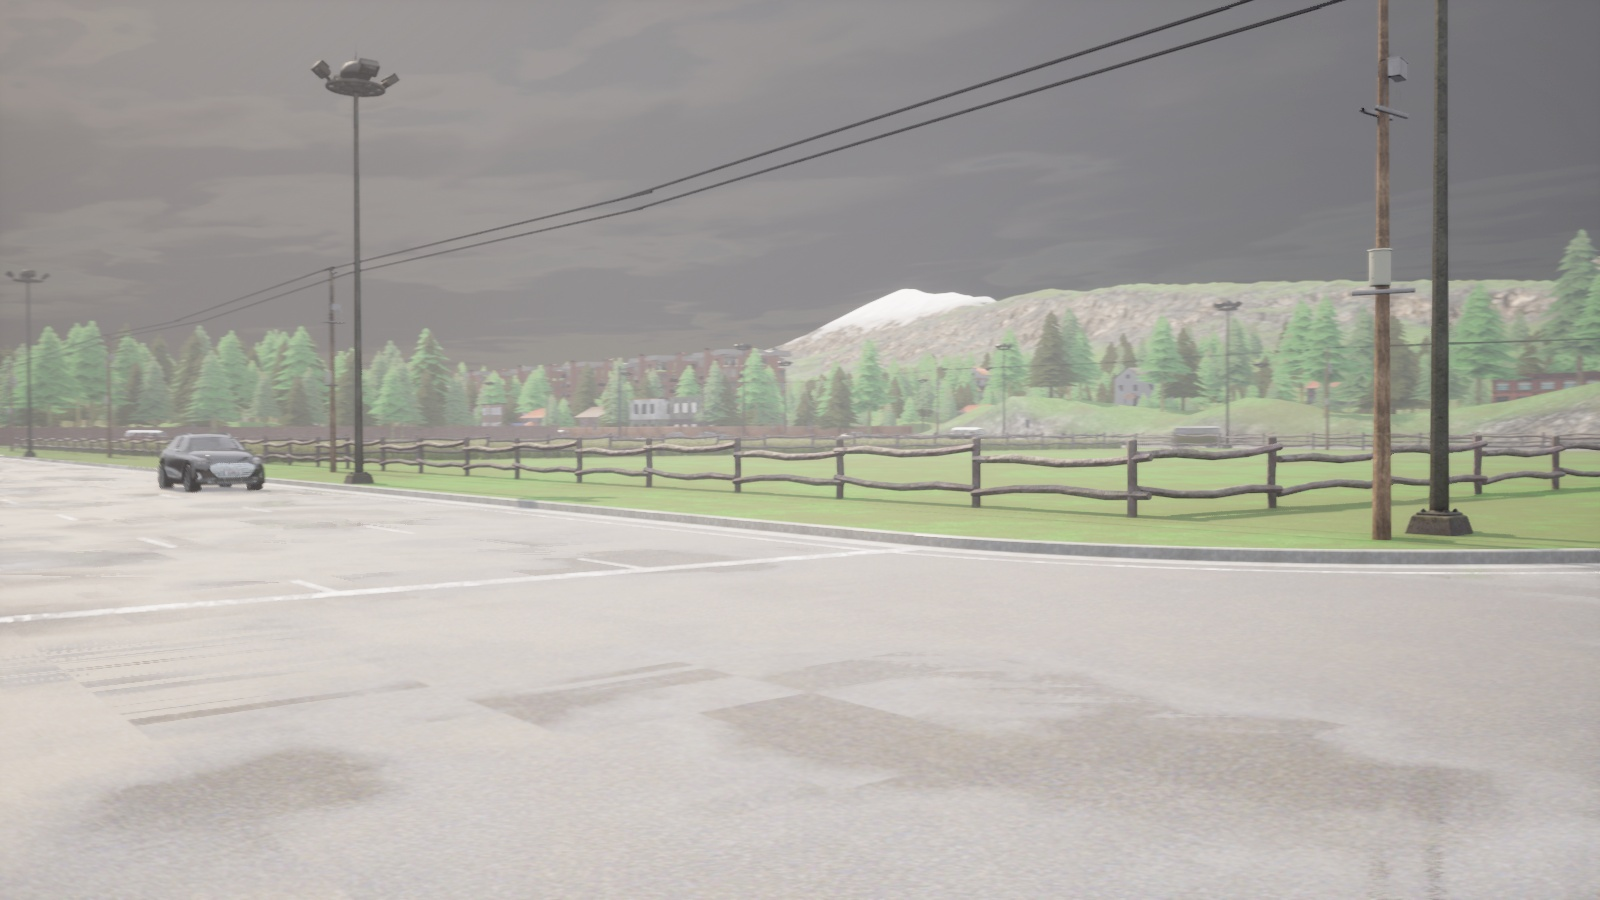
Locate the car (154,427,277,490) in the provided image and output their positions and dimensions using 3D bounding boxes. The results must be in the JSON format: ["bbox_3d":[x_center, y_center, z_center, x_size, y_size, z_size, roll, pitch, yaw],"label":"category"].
[{"bbox_3d":[-16.622,0.182,35.592,2.033,1.649,4.856,0,1,-39],"label":"car"}]
